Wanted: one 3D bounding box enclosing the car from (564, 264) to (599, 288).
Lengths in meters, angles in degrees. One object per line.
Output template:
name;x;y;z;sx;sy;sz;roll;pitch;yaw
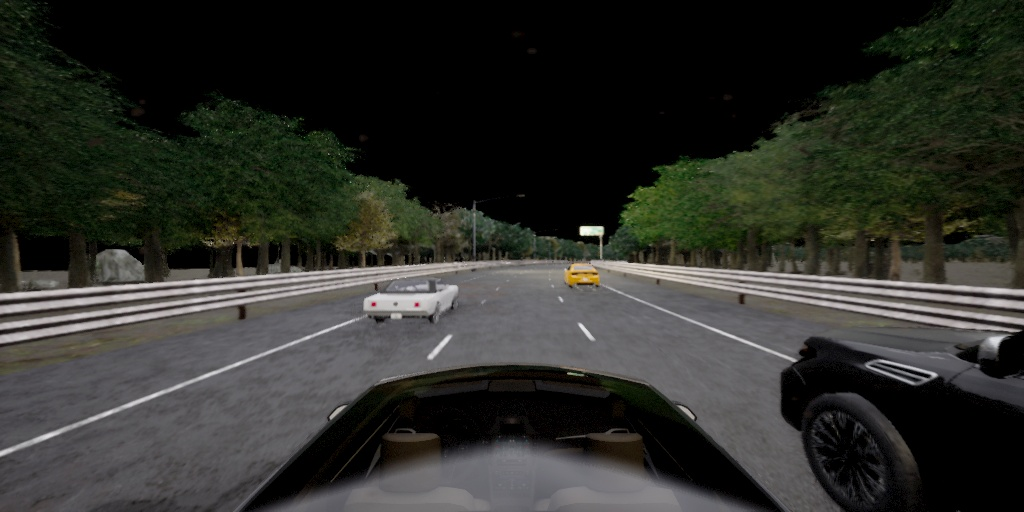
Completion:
car;4.580;1.260;24.013;1.882;1.535;5.008;0;0;4

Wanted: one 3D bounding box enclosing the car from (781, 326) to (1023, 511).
car;3.597;0.961;1.002;2.150;2.045;5.566;0;0;1

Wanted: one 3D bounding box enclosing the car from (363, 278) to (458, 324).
car;-3.104;1.380;12.147;1.895;1.301;4.718;0;0;2
